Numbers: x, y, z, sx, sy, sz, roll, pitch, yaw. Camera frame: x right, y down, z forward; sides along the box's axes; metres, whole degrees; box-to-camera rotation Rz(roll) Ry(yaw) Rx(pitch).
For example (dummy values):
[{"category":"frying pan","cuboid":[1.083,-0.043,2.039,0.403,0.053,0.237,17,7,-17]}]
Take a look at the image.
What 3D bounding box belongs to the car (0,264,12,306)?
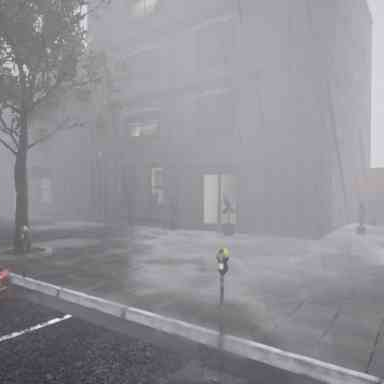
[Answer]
[{"category":"car","cuboid":[-5.165,1.580,6.547,4.206,1.307,1.802,0,1,35]}]
